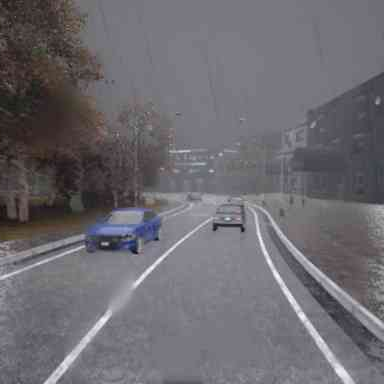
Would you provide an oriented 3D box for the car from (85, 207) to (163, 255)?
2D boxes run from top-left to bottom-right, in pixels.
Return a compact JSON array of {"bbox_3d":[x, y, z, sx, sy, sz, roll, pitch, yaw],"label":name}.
[{"bbox_3d":[-2.484,1.394,13.257,1.882,1.535,5.008,1,0,8],"label":"car"}]

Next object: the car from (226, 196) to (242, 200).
[{"bbox_3d":[5.054,1.192,39.317,2.033,1.411,5.357,0,1,3],"label":"car"}]

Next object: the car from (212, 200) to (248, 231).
[{"bbox_3d":[2.311,1.453,20.053,2.033,1.411,5.357,1,1,10],"label":"car"}]

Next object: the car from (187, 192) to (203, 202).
[{"bbox_3d":[0.421,0.824,54.317,1.837,1.490,4.892,0,2,-11],"label":"car"}]
